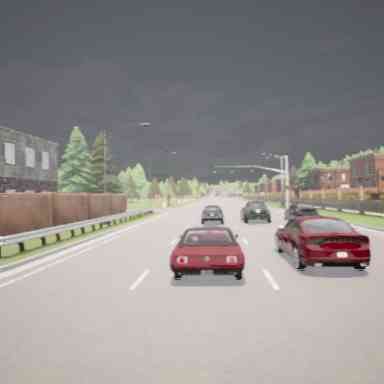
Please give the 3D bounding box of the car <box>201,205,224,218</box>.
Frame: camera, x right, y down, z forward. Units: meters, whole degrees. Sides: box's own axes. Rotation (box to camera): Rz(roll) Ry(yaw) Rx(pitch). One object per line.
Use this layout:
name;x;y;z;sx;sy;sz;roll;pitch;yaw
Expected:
car;1.706;1.820;27.635;2.033;1.411;5.357;-1;-1;4

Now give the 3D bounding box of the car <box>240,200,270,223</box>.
car;5.214;1.555;27.724;2.097;1.767;4.553;-1;-1;4

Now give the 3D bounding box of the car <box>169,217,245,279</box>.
car;0.517;1.706;10.345;1.895;1.301;4.718;-1;-1;4

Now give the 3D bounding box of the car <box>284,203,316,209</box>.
car;8.647;1.628;26.570;1.837;1.490;4.892;-1;-1;4

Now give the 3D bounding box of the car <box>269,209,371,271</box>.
car;4.076;1.522;11.132;1.882;1.535;5.008;-1;-1;4
